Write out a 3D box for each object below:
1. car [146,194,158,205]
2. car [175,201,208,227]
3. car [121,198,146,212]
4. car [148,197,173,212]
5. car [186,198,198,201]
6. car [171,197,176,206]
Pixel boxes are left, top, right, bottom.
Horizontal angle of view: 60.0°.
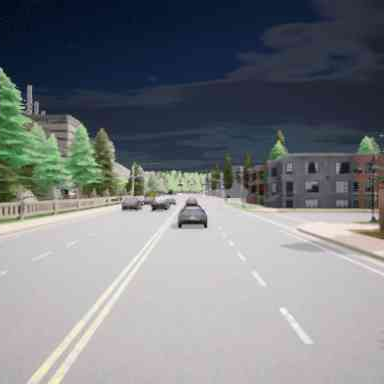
[{"bbox_3d":[-7.176,1.509,57.028,1.882,1.535,5.008,0,0,0],"label":"car"},{"bbox_3d":[0.048,1.575,22.946,1.994,1.385,4.181,0,0,0],"label":"car"},{"bbox_3d":[-7.183,1.501,40.071,1.882,1.535,5.008,0,0,0],"label":"car"},{"bbox_3d":[-3.685,1.622,39.294,1.895,1.301,4.718,0,0,0],"label":"car"},{"bbox_3d":[-0.021,1.589,52.642,1.994,1.385,4.181,0,0,0],"label":"car"},{"bbox_3d":[-3.686,1.593,56.154,1.994,1.385,4.181,0,0,0],"label":"car"}]
